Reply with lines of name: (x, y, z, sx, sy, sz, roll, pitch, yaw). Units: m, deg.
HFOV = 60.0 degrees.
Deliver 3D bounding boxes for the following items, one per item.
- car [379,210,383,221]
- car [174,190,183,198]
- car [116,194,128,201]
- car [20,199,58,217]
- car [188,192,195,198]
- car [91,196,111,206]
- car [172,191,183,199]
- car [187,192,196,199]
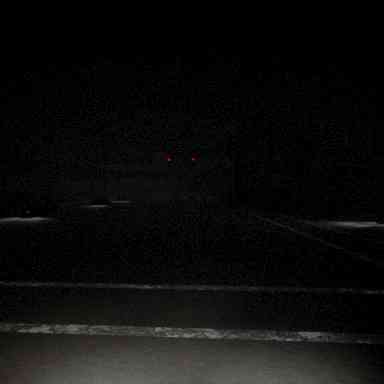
car: (15.829, 1.353, 23.523, 4.553, 1.767, 2.097, 0, 0, -2)
car: (-3.512, 0.514, 87.288, 2.097, 1.767, 4.553, 0, 1, 0)
car: (-14.011, 1.095, 66.979, 1.812, 1.442, 4.674, 0, 2, 0)
car: (-14.106, 1.482, 30.953, 1.837, 1.490, 4.892, 0, 0, 0)
car: (-0.012, 0.673, 87.772, 1.812, 1.442, 4.674, 0, 1, 0)
car: (-14.103, 1.347, 51.746, 2.033, 1.411, 5.357, 0, 1, 0)
car: (-3.511, 0.846, 77.051, 1.882, 1.535, 5.008, 0, 1, 0)
car: (-0.010, 0.914, 75.980, 1.812, 1.442, 4.674, 0, 1, 0)
